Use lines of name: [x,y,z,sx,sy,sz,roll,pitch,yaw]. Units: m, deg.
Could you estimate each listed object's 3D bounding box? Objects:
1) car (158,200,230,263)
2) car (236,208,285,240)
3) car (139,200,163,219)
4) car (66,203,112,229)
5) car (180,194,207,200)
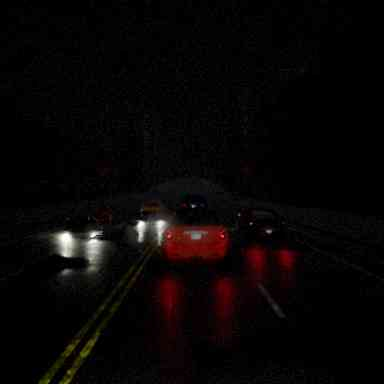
car: [0.103,1.349,12.043,2.097,1.767,4.553,0,0,0]
car: [3.354,1.518,16.794,1.812,1.442,4.674,0,0,0]
car: [-3.335,1.457,28.604,1.882,1.535,5.008,0,0,0]
car: [-6.594,1.466,21.739,1.882,1.535,5.008,0,0,0]
car: [0.104,1.201,28.368,2.150,2.045,5.566,0,0,0]
